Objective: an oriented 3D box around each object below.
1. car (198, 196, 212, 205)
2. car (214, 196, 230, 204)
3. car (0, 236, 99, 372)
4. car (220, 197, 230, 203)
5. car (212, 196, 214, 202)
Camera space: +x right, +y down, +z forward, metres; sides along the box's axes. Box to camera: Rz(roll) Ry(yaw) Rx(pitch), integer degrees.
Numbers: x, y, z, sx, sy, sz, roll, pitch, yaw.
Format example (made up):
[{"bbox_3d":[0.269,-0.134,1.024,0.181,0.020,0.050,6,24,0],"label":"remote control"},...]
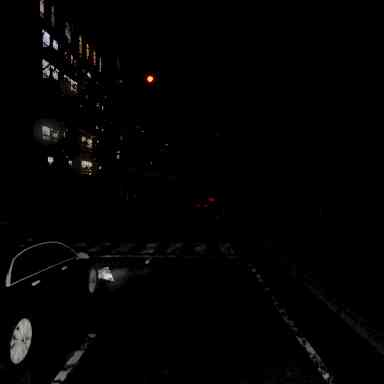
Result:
[{"bbox_3d":[2.397,1.753,65.860,1.812,1.442,4.674,0,-1,9],"label":"car"},{"bbox_3d":[6.186,1.753,68.845,1.837,1.490,4.892,0,0,10],"label":"car"},{"bbox_3d":[-3.047,1.508,5.642,1.837,1.490,4.892,0,0,1],"label":"car"},{"bbox_3d":[7.854,1.869,78.673,1.994,1.385,4.181,0,0,12],"label":"car"},{"bbox_3d":[4.689,1.674,79.428,2.097,1.767,4.553,0,0,12],"label":"car"}]
